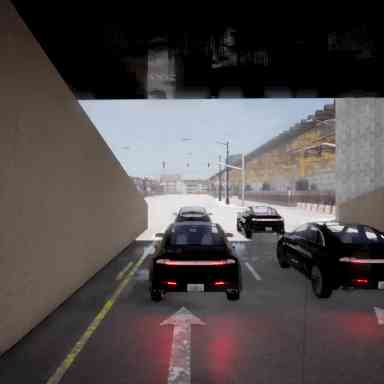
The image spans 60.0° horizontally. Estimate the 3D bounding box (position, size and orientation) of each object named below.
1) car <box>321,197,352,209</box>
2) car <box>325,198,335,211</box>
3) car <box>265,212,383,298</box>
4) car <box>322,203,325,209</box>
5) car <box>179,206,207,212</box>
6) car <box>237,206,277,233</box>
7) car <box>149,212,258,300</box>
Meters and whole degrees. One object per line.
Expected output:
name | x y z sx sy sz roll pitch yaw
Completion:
car | 17.438 1.295 40.083 1.853 1.218 4.536 0 0 45
car | 17.313 1.452 35.439 2.038 1.542 4.974 0 0 -35
car | 3.559 1.491 8.517 2.128 1.511 4.902 0 0 0
car | 17.402 1.452 40.046 2.038 1.542 4.974 0 0 45
car | 0.039 1.505 17.584 1.837 1.490 4.892 0 0 0
car | 3.537 1.492 17.764 2.128 1.511 4.902 0 0 0
car | 0.063 1.491 8.354 2.128 1.511 4.902 0 0 0
